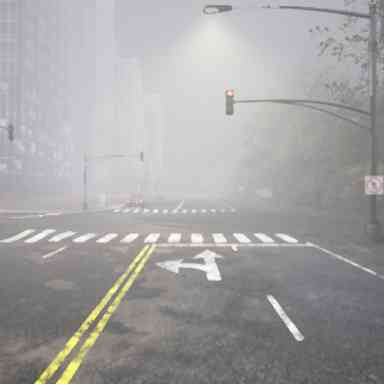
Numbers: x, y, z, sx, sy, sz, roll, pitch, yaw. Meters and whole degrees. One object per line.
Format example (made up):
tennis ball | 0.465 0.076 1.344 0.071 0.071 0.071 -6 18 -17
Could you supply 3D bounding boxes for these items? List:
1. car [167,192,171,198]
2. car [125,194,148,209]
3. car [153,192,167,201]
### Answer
car | -6.504 0.803 86.151 2.128 1.511 4.902 0 0 0
car | -6.511 1.000 39.614 2.097 1.767 4.553 0 0 1
car | -6.503 0.939 66.151 1.837 1.490 4.892 0 2 0
